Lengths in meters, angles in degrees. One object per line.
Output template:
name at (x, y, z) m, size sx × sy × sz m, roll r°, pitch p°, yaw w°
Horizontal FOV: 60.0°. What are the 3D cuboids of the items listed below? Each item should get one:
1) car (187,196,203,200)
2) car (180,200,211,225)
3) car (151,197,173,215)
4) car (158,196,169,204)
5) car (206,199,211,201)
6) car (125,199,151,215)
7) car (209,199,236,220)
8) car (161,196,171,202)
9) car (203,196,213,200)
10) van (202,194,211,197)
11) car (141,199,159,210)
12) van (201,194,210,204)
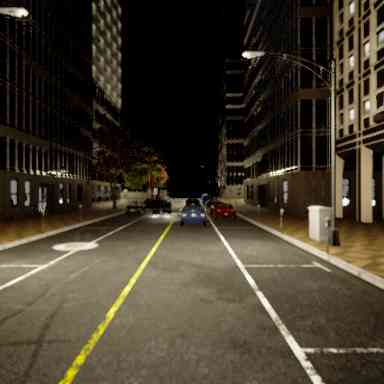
car at (0.092, 1.559, 41.274) m, size 1.882 × 1.535 × 5.008 m, roll 0°, pitch 0°, yaw 0°
car at (0.095, 1.597, 24.579) m, size 2.033 × 1.411 × 5.357 m, roll 0°, pitch 0°, yaw 0°
car at (-3.057, 1.620, 35.653) m, size 2.033 × 1.411 × 5.357 m, roll 0°, pitch 0°, yaw 0°
car at (-5.779, 1.617, 68.167) m, size 1.947 × 1.339 × 4.313 m, roll 0°, pitch 0°, yaw 0°
car at (2.685, 1.651, 33.967) m, size 1.802 × 1.307 × 4.206 m, roll 0°, pitch 0°, yaw 0°
car at (-5.696, 1.620, 33.966) m, size 2.008 × 1.369 × 4.403 m, roll 0°, pitch 0°, yaw 0°
car at (2.685, 1.602, 28.269) m, size 1.887 × 1.381 × 4.507 m, roll 0°, pitch 0°, yaw 0°
car at (-5.828, 1.558, 75.402) m, size 1.752 × 1.417 × 4.829 m, roll 0°, pitch 0°, yaw 0°
car at (2.684, 1.635, 45.368) m, size 2.008 × 1.369 × 4.403 m, roll 0°, pitch 0°, yaw 0°
van at (2.685, 1.418, 56.773) m, size 1.690 × 1.788 × 3.998 m, roll 0°, pitch 0°, yaw 0°
car at (-5.697, 1.629, 45.367) m, size 1.887 × 1.381 × 4.507 m, roll 0°, pitch 0°, yaw 0°
van at (2.765, 1.392, 68.170) m, size 1.690 × 1.788 × 3.998 m, roll 0°, pitch 0°, yaw 0°
